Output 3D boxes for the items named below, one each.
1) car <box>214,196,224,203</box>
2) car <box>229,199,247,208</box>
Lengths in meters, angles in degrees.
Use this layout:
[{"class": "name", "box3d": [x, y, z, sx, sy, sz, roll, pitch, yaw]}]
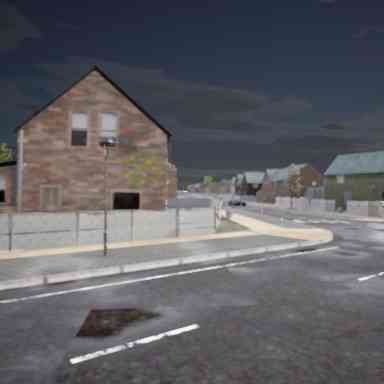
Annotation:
[{"class": "car", "box3d": [5.346, 1.540, 68.036, 1.837, 1.490, 4.892, 1, 0, -5]}, {"class": "car", "box3d": [6.745, 1.638, 49.300, 1.895, 1.301, 4.718, 1, 0, -4]}]
